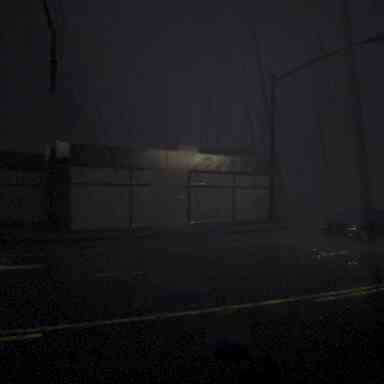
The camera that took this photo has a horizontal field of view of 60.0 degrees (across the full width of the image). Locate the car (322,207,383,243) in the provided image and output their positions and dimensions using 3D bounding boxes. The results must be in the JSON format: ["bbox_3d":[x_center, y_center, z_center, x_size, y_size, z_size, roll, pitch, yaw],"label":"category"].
[{"bbox_3d":[8.498,1.529,16.609,5.008,1.535,1.882,1,0,-37],"label":"car"}]
